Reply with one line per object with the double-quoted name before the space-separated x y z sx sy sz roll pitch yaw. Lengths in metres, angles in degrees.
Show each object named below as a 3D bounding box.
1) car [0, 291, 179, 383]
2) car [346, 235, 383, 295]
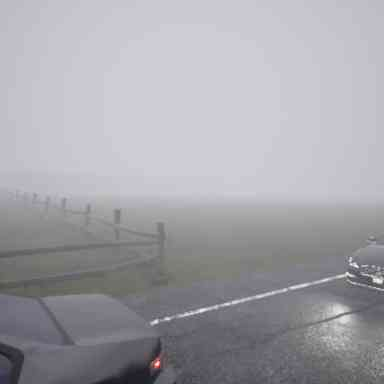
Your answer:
"car" -2.703 1.482 2.106 5.357 1.411 2.033 1 1 -35
"car" 5.643 1.514 7.936 4.892 1.490 1.837 1 1 -35
